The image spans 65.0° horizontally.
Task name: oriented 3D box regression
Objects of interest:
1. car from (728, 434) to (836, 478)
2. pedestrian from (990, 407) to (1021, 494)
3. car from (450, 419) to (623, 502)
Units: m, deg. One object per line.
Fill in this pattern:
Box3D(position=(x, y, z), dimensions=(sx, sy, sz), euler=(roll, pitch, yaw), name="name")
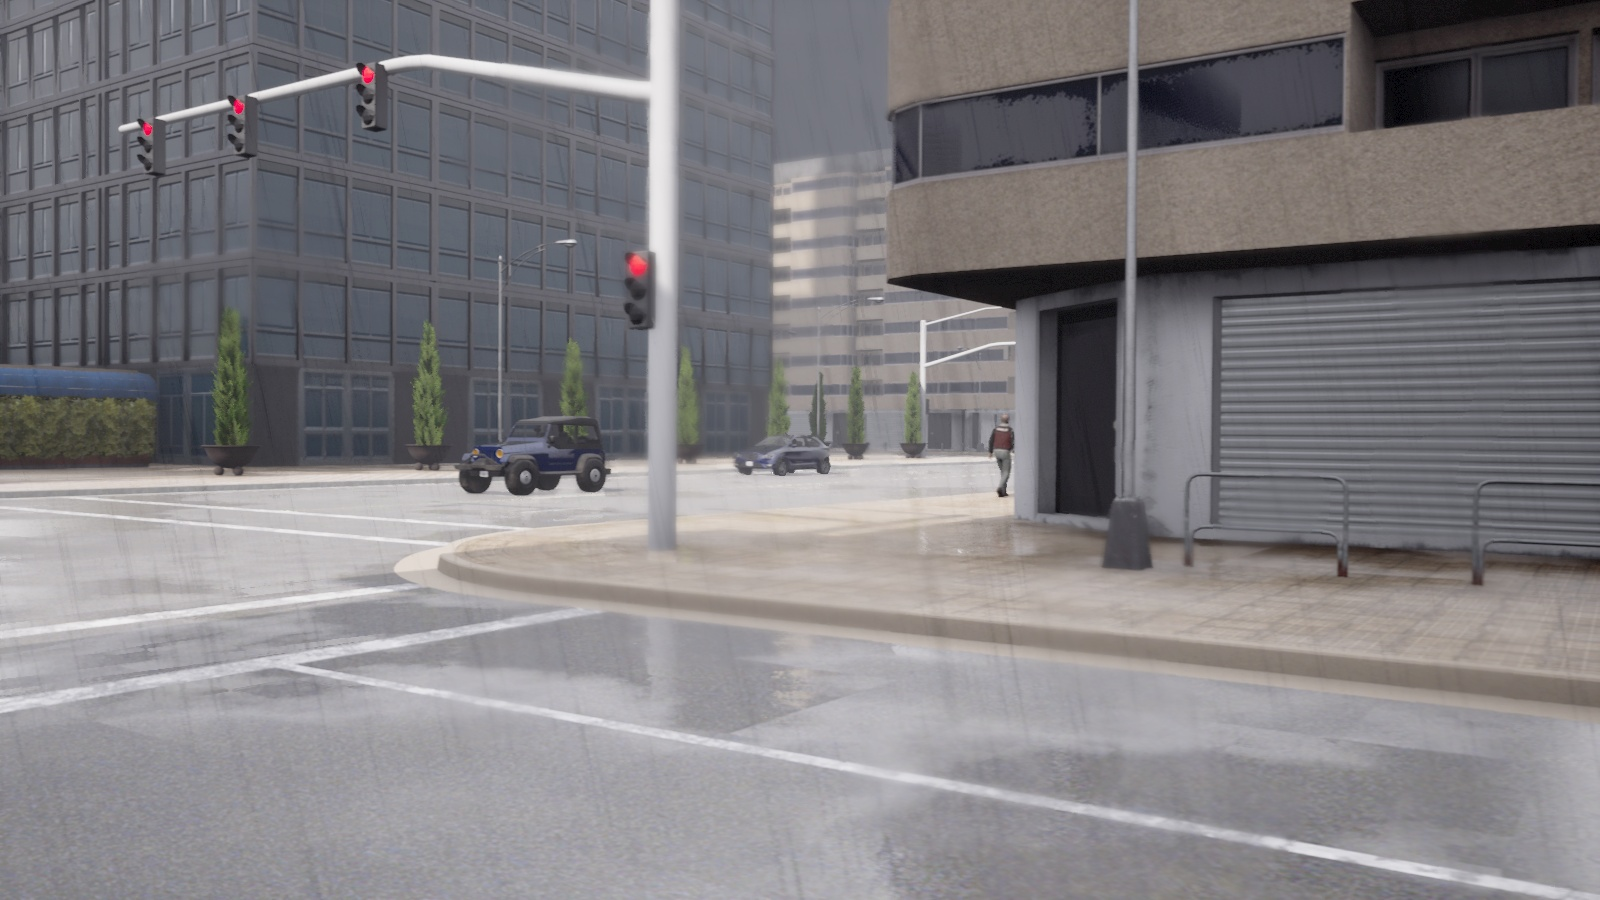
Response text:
Box3D(position=(-0.596, 0.183, 45.328), dimensions=(1.816, 1.474, 4.193), euler=(0, 1, 34), name="car")
Box3D(position=(4.418, 0.004, 26.966), dimensions=(0.376, 1.854, 0.720), euler=(0, 1, 35), name="pedestrian")
Box3D(position=(-6.352, 0.212, 30.618), dimensions=(1.905, 1.878, 3.866), euler=(0, 1, 34), name="car")
